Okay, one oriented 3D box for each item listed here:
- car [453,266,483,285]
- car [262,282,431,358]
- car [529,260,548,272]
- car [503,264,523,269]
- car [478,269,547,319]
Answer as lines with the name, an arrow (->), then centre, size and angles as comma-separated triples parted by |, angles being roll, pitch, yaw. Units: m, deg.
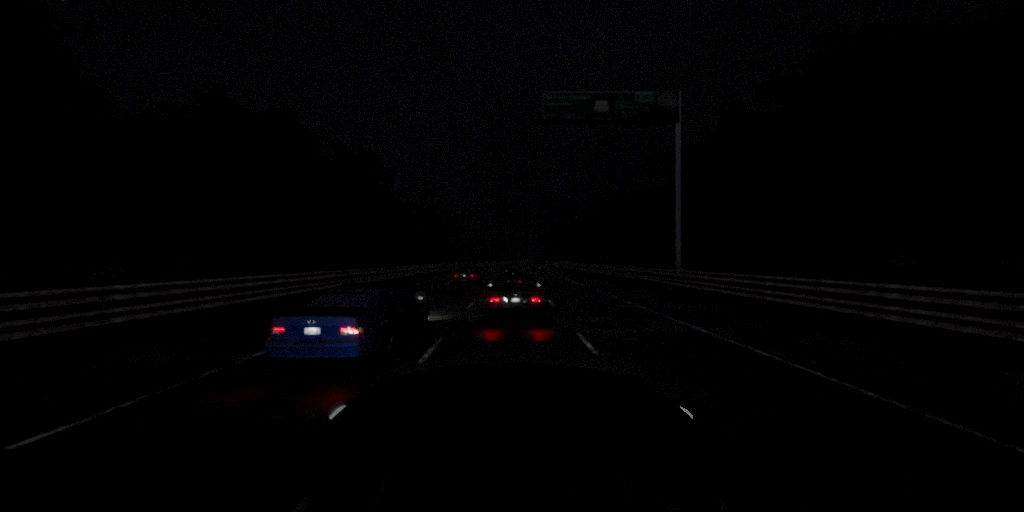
car -> -3.392, 1.485, 28.093 | 2.033, 1.411, 5.357 | 0, 0, 0
car -> -3.400, 1.339, 8.612 | 2.033, 1.411, 5.357 | 0, 0, 0
car -> 3.640, 1.534, 48.169 | 1.994, 1.385, 4.181 | 0, -1, 1
car -> 0.124, 1.531, 35.408 | 1.812, 1.442, 4.674 | 0, -1, 0
car -> 0.104, 1.369, 13.124 | 2.033, 1.411, 5.357 | 0, 0, 0
